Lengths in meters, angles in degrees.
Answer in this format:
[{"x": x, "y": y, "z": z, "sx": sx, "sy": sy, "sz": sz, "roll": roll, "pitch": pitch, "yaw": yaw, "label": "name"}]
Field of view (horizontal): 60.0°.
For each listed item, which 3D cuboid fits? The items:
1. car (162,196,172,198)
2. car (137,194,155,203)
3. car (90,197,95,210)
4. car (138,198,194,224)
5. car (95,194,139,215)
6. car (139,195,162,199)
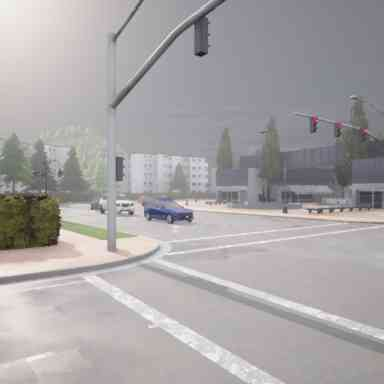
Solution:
[{"x": -5.332, "y": 1.477, "z": 69.565, "sx": 1.882, "sy": 1.535, "sz": 5.008, "roll": 0, "pitch": 0, "yaw": 20, "label": "car"}, {"x": -9.346, "y": 1.352, "z": 68.092, "sx": 2.097, "sy": 1.767, "sz": 4.553, "roll": 0, "pitch": 0, "yaw": 15, "label": "car"}, {"x": -11.973, "y": 1.352, "z": 42.899, "sx": 2.097, "sy": 1.767, "sz": 4.553, "roll": 0, "pitch": 0, "yaw": -17, "label": "car"}, {"x": -1.850, "y": 1.478, "z": 25.334, "sx": 1.882, "sy": 1.535, "sz": 5.008, "roll": 0, "pitch": 0, "yaw": -37, "label": "car"}, {"x": -7.659, "y": 1.221, "z": 33.513, "sx": 2.150, "sy": 2.045, "sz": 5.566, "roll": 0, "pitch": 0, "yaw": -32, "label": "car"}, {"x": -6.037, "y": 1.547, "z": 47.180, "sx": 2.033, "sy": 1.411, "sz": 5.357, "roll": 0, "pitch": 0, "yaw": -15, "label": "car"}]
